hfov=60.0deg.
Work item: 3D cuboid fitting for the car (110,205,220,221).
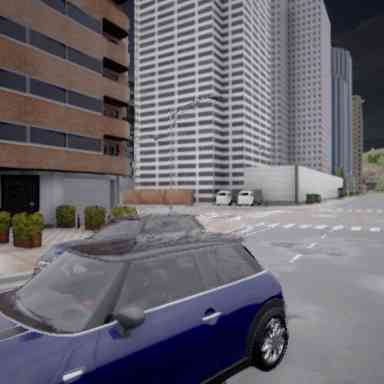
[{"bbox_3d":[-1.366,1.349,8.133,2.097,1.767,4.553,0,0,41],"label":"car"}]

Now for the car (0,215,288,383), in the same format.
[{"bbox_3d":[-0.867,1.353,3.788,4.553,1.767,2.097,0,0,-43],"label":"car"}]
